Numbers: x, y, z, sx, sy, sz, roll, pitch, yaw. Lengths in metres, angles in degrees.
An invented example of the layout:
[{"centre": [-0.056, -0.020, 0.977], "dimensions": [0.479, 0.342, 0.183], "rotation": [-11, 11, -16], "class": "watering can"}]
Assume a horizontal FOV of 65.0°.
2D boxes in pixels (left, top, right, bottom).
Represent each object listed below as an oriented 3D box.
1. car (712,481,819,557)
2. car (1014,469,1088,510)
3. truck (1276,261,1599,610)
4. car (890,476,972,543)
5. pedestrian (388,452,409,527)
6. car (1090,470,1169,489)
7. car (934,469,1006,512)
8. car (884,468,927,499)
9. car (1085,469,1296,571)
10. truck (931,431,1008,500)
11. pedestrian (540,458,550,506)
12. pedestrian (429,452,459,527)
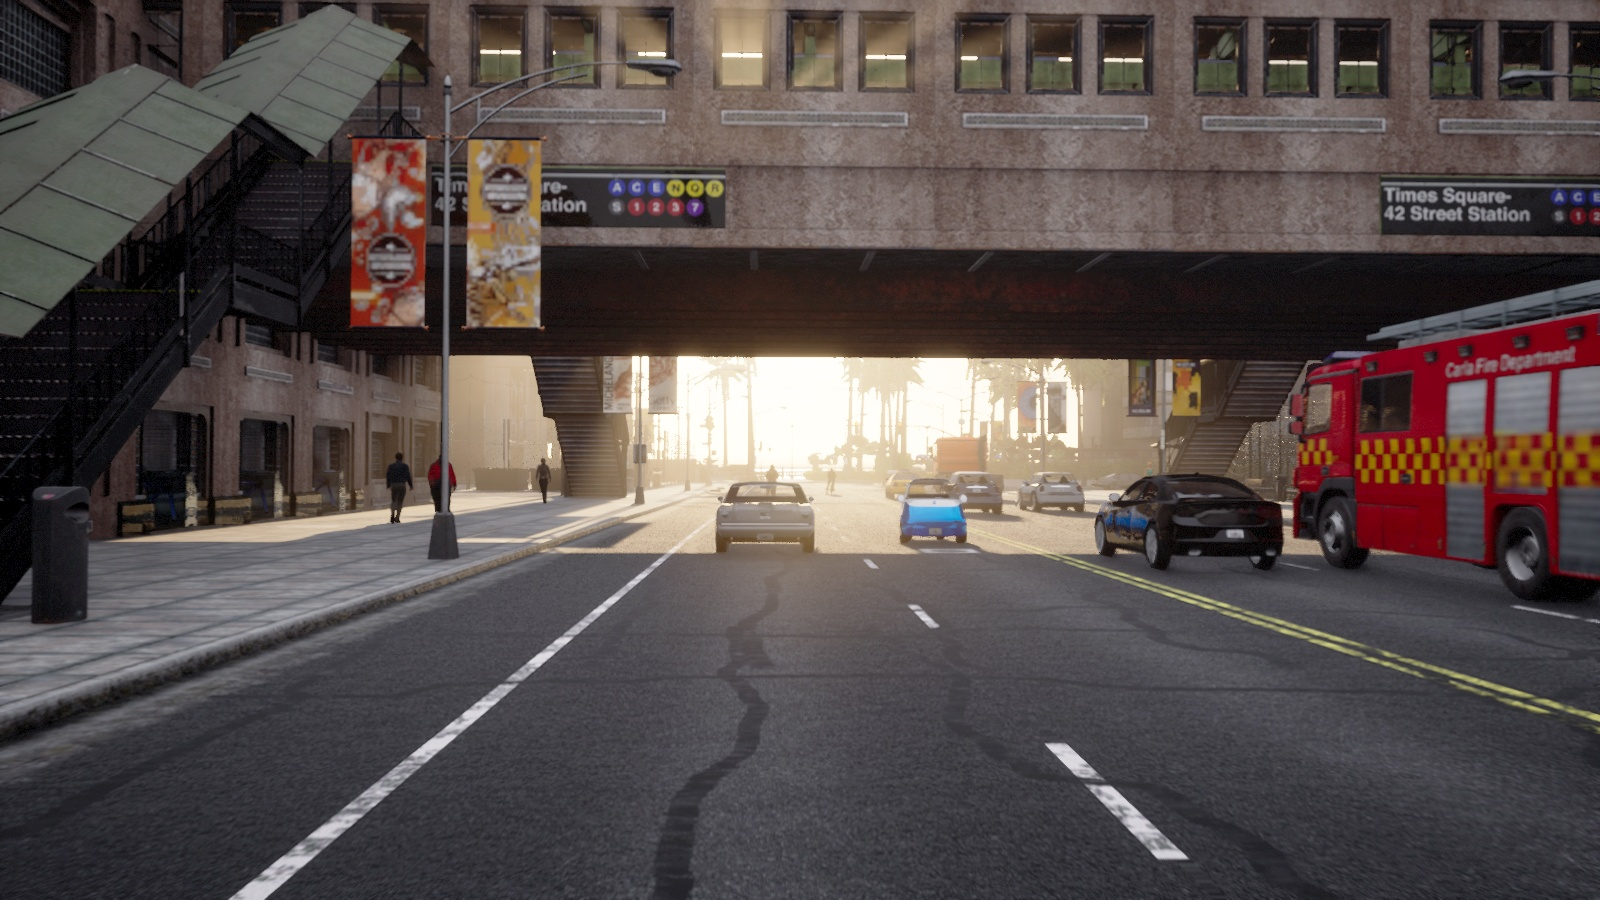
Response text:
[{"centre": [-0.665, 1.287, 24.719], "dimensions": [1.895, 1.301, 4.718], "rotation": [0, -1, -1], "class": "car"}, {"centre": [9.490, 1.462, 47.803], "dimensions": [1.970, 1.475, 3.806], "rotation": [0, -1, -1], "class": "car"}, {"centre": [10.022, -0.109, 18.062], "dimensions": [2.891, 3.827, 8.468], "rotation": [0, -1, -2], "class": "truck"}, {"centre": [2.786, 1.263, 27.027], "dimensions": [1.481, 1.376, 2.207], "rotation": [0, -1, -1], "class": "car"}, {"centre": [-10.041, 0.979, 31.418], "dimensions": [0.370, 1.835, 0.726], "rotation": [0, -1, -9], "class": "pedestrian"}, {"centre": [24.676, 2.185, 94.074], "dimensions": [5.357, 1.411, 2.033], "rotation": [0, -1, -2], "class": "car"}, {"centre": [6.045, 1.435, 45.130], "dimensions": [1.970, 1.475, 3.806], "rotation": [0, -1, -1], "class": "car"}, {"centre": [5.522, 1.727, 66.194], "dimensions": [1.801, 1.575, 5.366], "rotation": [0, -1, 0], "class": "car"}, {"centre": [6.444, 1.088, 21.399], "dimensions": [1.882, 1.535, 5.008], "rotation": [0, -1, -2], "class": "car"}, {"centre": [8.962, 0.822, 67.398], "dimensions": [2.891, 3.462, 7.936], "rotation": [0, -1, -1], "class": "truck"}, {"centre": [-9.833, 1.234, 48.391], "dimensions": [0.331, 1.846, 0.634], "rotation": [0, -1, -6], "class": "pedestrian"}, {"centre": [-8.851, 0.971, 31.201], "dimensions": [0.634, 1.844, 0.899], "rotation": [0, -1, -22], "class": "pedestrian"}]
